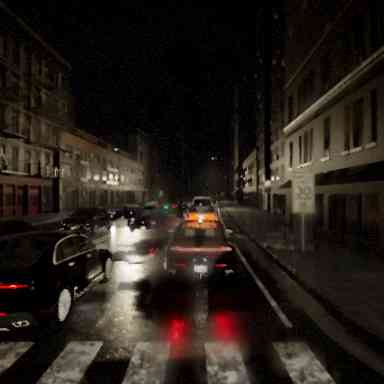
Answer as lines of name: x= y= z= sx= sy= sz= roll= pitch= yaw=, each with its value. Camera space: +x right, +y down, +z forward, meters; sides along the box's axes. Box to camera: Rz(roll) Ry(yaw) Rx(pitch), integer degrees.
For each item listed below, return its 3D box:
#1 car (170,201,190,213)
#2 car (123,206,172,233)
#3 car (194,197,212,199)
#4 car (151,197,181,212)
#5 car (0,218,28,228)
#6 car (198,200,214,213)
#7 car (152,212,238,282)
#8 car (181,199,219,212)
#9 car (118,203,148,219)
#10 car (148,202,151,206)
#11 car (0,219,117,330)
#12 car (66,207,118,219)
car: x=-1.440 y=1.869 z=42.585 sx=2.033 sy=1.411 sz=5.357 roll=0 pitch=0 yaw=4
car: x=-2.650 y=1.768 z=20.945 sx=1.895 sy=1.301 sz=4.718 roll=0 pitch=0 yaw=3
car: x=1.087 y=1.468 z=31.807 sx=2.150 sy=2.045 sz=5.566 roll=0 pitch=0 yaw=4
car: x=-2.136 y=1.470 z=32.412 sx=2.150 sy=2.045 sz=5.566 roll=0 pitch=0 yaw=4
car: x=-6.431 y=1.614 z=10.692 sx=1.812 sy=1.442 sz=4.674 roll=0 pitch=0 yaw=1
car: x=1.845 y=1.801 z=42.869 sx=1.882 sy=1.535 sz=5.008 roll=0 pitch=0 yaw=4
car: x=0.247 y=1.575 z=10.055 sx=2.128 sy=1.511 sz=4.902 roll=0 pitch=-1 yaw=1
car: x=0.644 y=1.523 z=21.423 sx=2.097 sy=1.767 sz=4.553 roll=0 pitch=0 yaw=3
car: x=-5.605 y=1.830 z=29.766 sx=1.895 sy=1.301 sz=4.718 roll=0 pitch=0 yaw=4
car: x=-4.857 y=1.910 z=40.989 sx=1.895 sy=1.301 sz=4.718 roll=0 pitch=0 yaw=4
car: x=-3.059 y=1.564 z=7.070 sx=1.837 sy=1.490 sz=4.892 roll=0 pitch=-1 yaw=1
car: x=-6.129 y=1.663 z=19.879 sx=1.837 sy=1.490 sz=4.892 roll=0 pitch=0 yaw=2
